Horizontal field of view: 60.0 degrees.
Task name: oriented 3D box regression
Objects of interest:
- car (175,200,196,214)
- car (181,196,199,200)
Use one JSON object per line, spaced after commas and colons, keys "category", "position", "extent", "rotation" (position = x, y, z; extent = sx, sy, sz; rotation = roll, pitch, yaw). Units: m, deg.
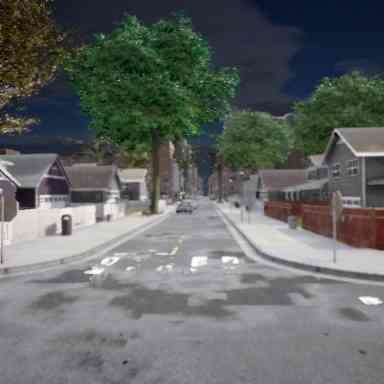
{"category": "car", "position": [-0.897, 1.987, 40.740], "extent": [1.994, 1.385, 4.181], "rotation": [-1, -1, 2]}
{"category": "car", "position": [-0.408, 1.609, 52.092], "extent": [2.150, 2.045, 5.566], "rotation": [-1, -1, 2]}
